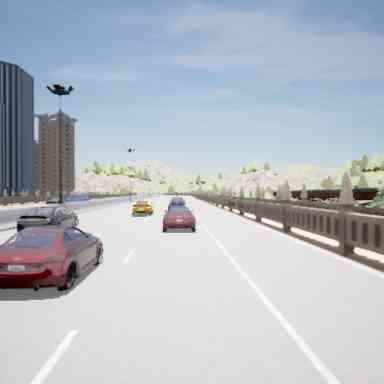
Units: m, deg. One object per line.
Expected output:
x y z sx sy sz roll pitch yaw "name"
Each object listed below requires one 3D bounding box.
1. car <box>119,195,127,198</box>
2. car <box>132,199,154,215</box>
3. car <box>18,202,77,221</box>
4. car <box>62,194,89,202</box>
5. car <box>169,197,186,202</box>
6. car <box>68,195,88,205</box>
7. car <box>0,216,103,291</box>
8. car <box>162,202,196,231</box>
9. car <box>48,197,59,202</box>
-18.141 1.561 87.563 2.033 1.411 5.357 0 0 -3 "car"
-4.948 1.497 34.133 1.882 1.535 5.008 0 0 -3 "car"
-7.689 1.522 18.154 2.128 1.511 4.902 0 0 -3 "car"
-16.271 1.287 47.405 2.150 2.045 5.566 0 0 -2 "car"
-1.822 1.360 41.950 2.097 1.767 4.553 0 0 -3 "car"
-20.318 1.431 59.567 2.097 1.767 4.553 0 0 -2 "car"
-3.788 1.579 9.050 1.994 1.385 4.181 0 0 -2 "car"
-0.800 1.567 20.660 1.994 1.385 4.181 0 0 -3 "car"
-23.773 1.639 58.807 2.033 1.411 5.357 0 0 -2 "car"
